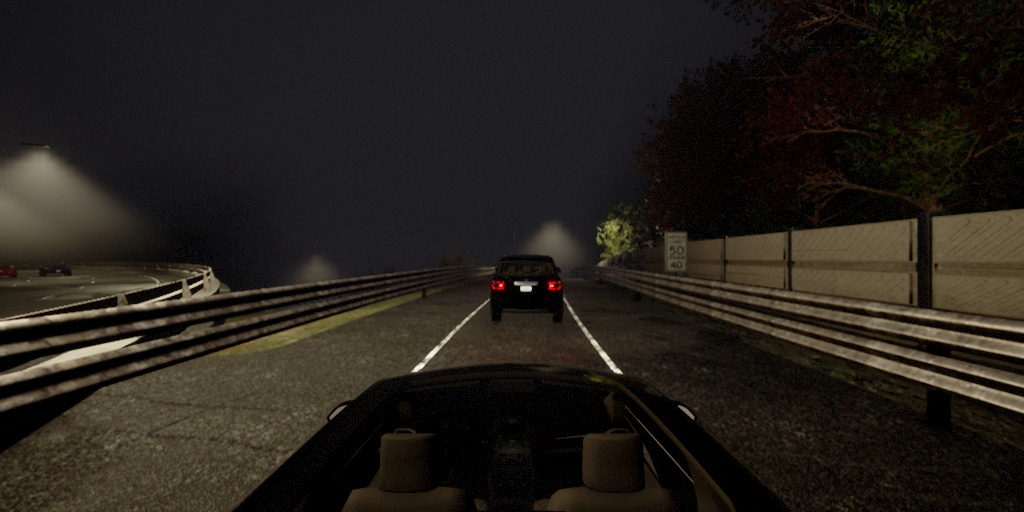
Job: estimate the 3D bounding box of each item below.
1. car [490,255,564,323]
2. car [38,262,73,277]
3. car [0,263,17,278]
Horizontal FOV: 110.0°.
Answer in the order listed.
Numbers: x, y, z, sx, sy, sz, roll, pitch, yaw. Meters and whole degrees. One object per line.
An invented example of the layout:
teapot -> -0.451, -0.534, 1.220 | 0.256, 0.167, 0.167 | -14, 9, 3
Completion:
car -> 0.546, 0.995, 12.411 | 2.150, 2.045, 5.566 | 0, 0, 3
car -> -47.602, 1.352, 37.388 | 4.674, 1.442, 1.812 | 0, 0, 34
car -> -49.065, 1.383, 34.215 | 4.181, 1.385, 1.994 | 0, 0, 31
